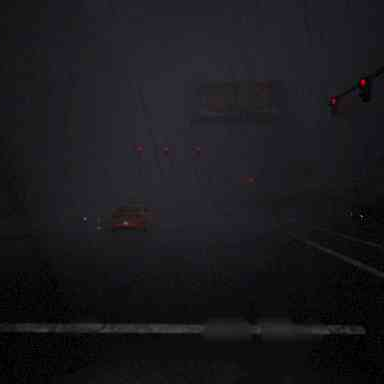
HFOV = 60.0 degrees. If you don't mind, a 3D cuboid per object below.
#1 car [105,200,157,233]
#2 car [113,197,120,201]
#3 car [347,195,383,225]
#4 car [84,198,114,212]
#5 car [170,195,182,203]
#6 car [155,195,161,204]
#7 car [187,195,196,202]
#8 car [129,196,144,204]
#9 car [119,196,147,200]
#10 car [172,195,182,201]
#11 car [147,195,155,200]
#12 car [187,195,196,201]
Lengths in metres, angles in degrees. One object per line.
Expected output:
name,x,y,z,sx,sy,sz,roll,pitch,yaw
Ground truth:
car,-3.416,1.456,19.635,1.882,1.535,5.008,0,0,0
car,-10.628,1.425,47.182,1.882,1.535,5.008,0,1,0
car,14.030,1.195,23.472,5.566,2.045,2.150,0,0,0
car,-10.640,1.559,37.658,1.895,1.301,4.718,0,0,1
car,-3.562,1.444,70.100,2.128,1.511,4.902,0,0,0
car,-7.096,1.282,63.659,2.097,1.767,4.553,0,0,1
car,-0.062,1.514,69.871,1.895,1.301,4.718,0,0,0
car,-10.588,1.530,63.628,1.895,1.301,4.718,0,0,1
car,-7.119,1.433,40.670,1.882,1.535,5.008,0,0,0
car,-3.570,1.411,78.904,1.994,1.385,4.181,0,0,-6
car,-7.126,1.422,50.102,1.882,1.535,5.008,0,0,0
car,-0.070,1.384,78.908,2.128,1.511,4.902,0,0,0
